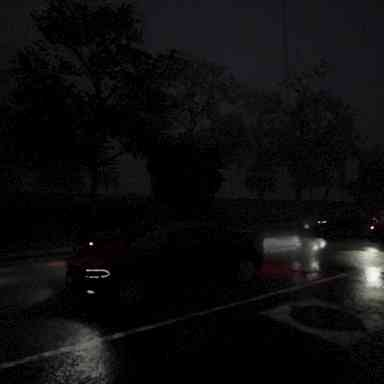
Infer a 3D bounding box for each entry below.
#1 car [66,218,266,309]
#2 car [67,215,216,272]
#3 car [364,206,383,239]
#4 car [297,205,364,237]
[{"bbox_3d":[-0.393,1.473,8.053,5.008,1.535,1.882,0,0,-36],"label":"car"},{"bbox_3d":[-1.607,1.594,11.493,4.718,1.301,1.895,0,0,-36],"label":"car"},{"bbox_3d":[11.069,1.240,16.408,5.566,2.045,2.150,0,0,-36],"label":"car"},{"bbox_3d":[7.813,1.507,18.361,4.902,1.511,2.128,0,0,-36],"label":"car"}]
